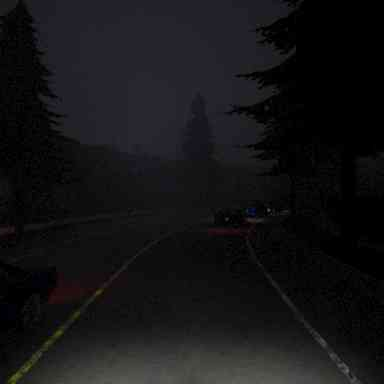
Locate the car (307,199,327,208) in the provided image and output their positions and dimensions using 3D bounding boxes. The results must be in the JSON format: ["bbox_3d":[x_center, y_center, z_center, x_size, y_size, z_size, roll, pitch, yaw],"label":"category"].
[{"bbox_3d":[19.092,1.684,49.674,4.181,1.385,1.994,0,0,-37],"label":"car"}]

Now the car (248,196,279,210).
[{"bbox_3d":[9.829,1.453,45.616,2.097,1.767,4.553,0,0,43],"label":"car"}]

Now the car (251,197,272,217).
[{"bbox_3d":[5.914,1.547,31.855,1.882,1.535,5.008,0,0,26],"label":"car"}]

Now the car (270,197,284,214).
[{"bbox_3d":[8.656,1.588,36.799,1.837,1.490,4.892,0,0,33],"label":"car"}]

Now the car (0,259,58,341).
[{"bbox_3d":[-3.510,1.605,4.076,1.895,1.301,4.718,0,0,1],"label":"car"}]

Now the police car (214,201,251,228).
[{"bbox_3d":[2.774,1.474,23.098,1.930,1.638,5.238,0,0,14],"label":"police car"}]
